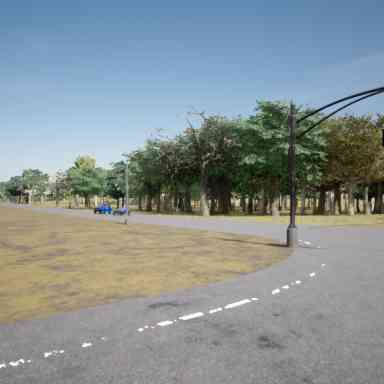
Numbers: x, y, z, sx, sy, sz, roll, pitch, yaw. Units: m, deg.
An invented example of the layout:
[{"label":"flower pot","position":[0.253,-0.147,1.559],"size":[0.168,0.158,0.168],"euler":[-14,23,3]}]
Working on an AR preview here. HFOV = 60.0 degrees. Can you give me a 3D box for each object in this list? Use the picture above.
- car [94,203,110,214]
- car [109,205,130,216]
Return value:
[{"label":"car","position":[-17.590,3.260,65.381],"size":[2.150,2.045,5.566],"euler":[1,-2,-33]},{"label":"car","position":[-12.093,3.273,56.974],"size":[1.812,1.442,4.674],"euler":[1,-2,-33]}]
